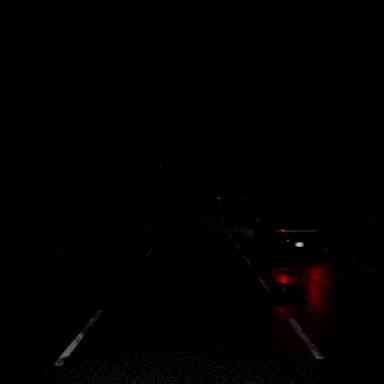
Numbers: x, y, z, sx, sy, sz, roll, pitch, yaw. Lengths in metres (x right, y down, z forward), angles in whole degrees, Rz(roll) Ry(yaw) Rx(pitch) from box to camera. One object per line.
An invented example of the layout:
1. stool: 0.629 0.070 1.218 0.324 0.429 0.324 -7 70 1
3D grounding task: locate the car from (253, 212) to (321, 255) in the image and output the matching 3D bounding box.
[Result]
1. car: 3.735 1.568 13.722 2.128 1.511 4.902 0 0 2
